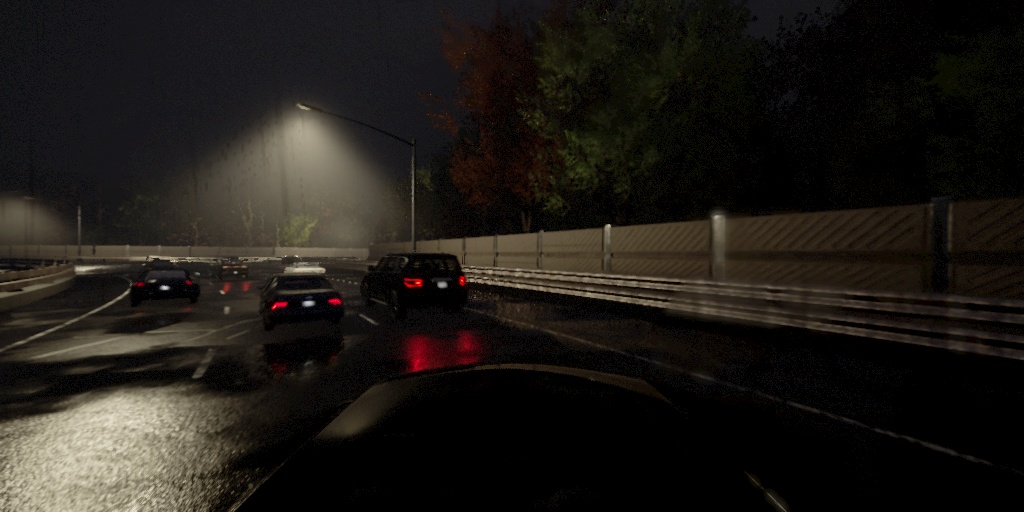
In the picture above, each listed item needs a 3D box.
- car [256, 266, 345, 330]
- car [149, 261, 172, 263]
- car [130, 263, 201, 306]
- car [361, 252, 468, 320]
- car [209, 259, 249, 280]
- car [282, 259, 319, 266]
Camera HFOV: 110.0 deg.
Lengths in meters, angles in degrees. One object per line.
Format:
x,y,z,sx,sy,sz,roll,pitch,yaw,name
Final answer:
-6.548,1.214,10.937,2.033,1.411,5.357,0,0,-37,car
-27.086,1.042,27.625,4.181,1.385,1.994,1,0,41,car
-14.503,1.171,15.179,1.994,1.385,4.181,0,0,-40,car
-3.605,0.893,12.618,2.150,2.045,5.566,0,1,-36,car
-22.007,0.990,27.854,4.902,1.511,2.128,1,0,42,car
-15.882,1.128,27.426,1.895,1.301,4.718,0,0,-42,car
